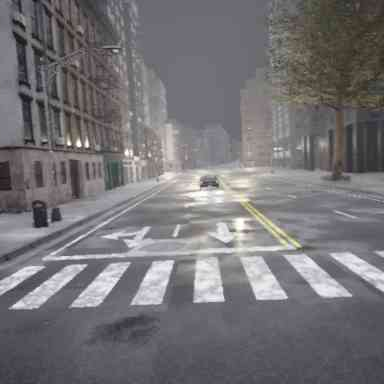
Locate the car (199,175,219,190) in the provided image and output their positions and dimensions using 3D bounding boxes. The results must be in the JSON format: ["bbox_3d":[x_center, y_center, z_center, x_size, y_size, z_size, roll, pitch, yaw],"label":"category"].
[{"bbox_3d":[1.614,-1.012,32.357,1.895,1.301,4.718,-3,5,2],"label":"car"}]
